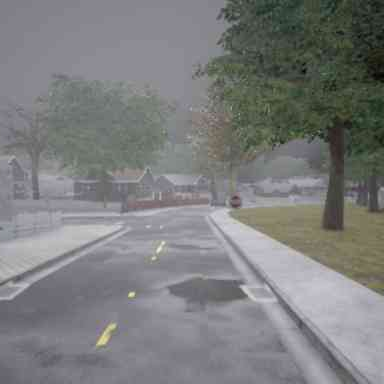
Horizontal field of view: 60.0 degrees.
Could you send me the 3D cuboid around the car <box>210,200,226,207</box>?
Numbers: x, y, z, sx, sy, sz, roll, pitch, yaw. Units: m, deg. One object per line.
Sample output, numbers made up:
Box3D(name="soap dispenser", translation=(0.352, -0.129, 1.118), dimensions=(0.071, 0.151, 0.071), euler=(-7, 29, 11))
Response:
Box3D(name="car", translation=(5.544, 2.469, 70.137), dimensions=(2.033, 1.411, 5.357), euler=(1, 0, 25))
